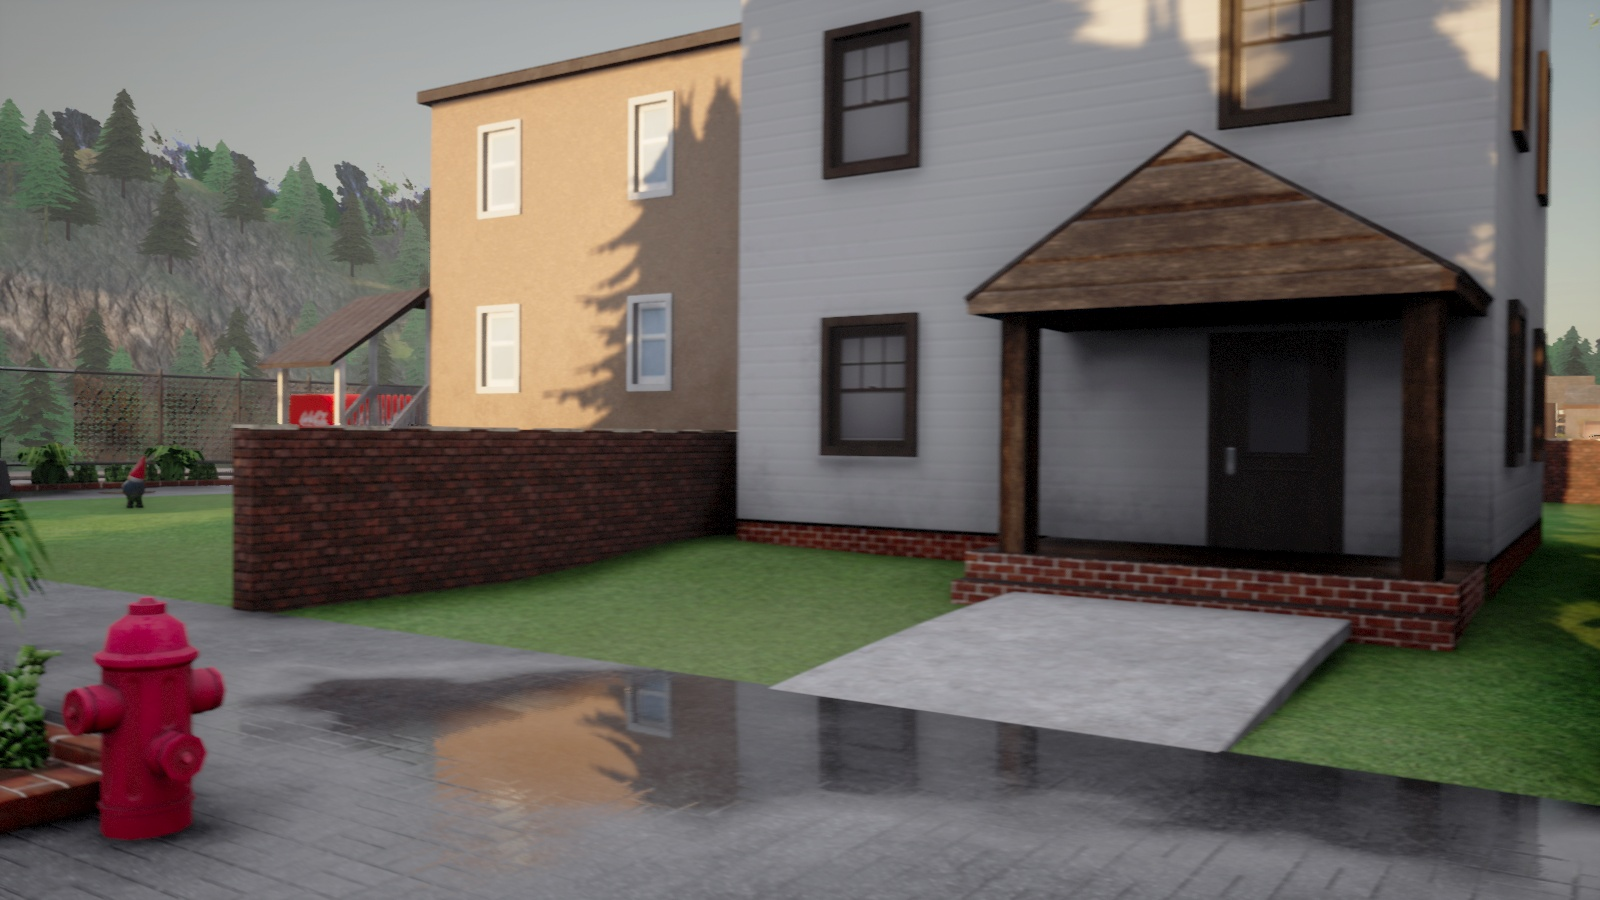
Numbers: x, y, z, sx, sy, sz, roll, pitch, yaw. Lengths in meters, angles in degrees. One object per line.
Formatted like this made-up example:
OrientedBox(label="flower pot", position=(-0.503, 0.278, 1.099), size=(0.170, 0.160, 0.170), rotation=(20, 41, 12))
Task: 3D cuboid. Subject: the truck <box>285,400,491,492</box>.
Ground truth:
OrientedBox(label="truck", position=(-11.981, -0.150, 36.853), size=(2.627, 2.467, 5.204), rotation=(0, 1, 34))
